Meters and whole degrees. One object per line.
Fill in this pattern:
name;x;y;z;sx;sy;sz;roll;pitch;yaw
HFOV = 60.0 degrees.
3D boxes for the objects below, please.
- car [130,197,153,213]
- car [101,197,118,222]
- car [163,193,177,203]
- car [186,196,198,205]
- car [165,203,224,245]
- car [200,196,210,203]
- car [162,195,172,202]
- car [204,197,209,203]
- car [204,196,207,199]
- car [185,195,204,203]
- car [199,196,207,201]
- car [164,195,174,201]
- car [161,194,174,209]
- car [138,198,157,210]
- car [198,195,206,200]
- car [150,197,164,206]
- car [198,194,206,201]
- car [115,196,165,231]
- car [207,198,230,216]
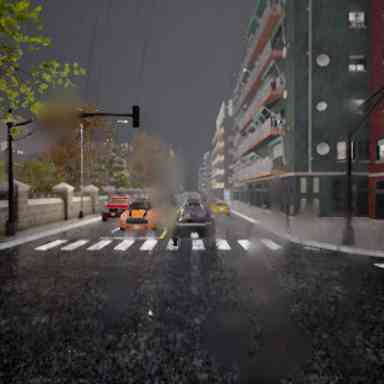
car;-5.685;1.432;37.574;1.967;1.590;4.097;0;0;0
car;-5.688;1.306;26.503;2.192;1.841;5.009;0;0;0
car;-3.078;1.212;42.274;2.150;2.045;5.566;0;0;-1
car;0.016;1.544;62.224;2.033;1.411;5.357;0;0;0
car;0.102;1.484;15.436;2.128;1.511;4.902;0;0;0
car;2.703;1.544;70.784;1.887;1.381;4.507;0;0;0
car;-5.676;1.528;76.150;1.752;1.417;4.829;0;0;0
car;2.696;1.536;37.572;1.887;1.381;4.507;0;0;0
car;2.697;1.543;43.108;2.008;1.369;4.403;0;0;0
car;0.107;1.483;42.327;2.128;1.511;4.902;0;0;0
car;2.706;1.572;81.854;1.947;1.339;4.313;0;0;0
car;-5.675;1.557;81.856;2.008;1.369;4.403;0;0;0
car;-3.084;1.343;30.659;2.097;1.767;4.553;0;0;0
car;-5.683;1.537;43.109;1.887;1.381;4.507;0;0;0
car;2.708;1.579;92.924;1.947;1.339;4.313;0;0;0
car;-5.681;1.576;54.179;1.802;1.307;4.206;0;0;0
car;2.706;1.450;87.389;1.967;1.590;4.097;0;0;0
car;-3.059;1.344;20.571;2.097;1.767;4.553;0;0;-1
car;2.695;1.516;32.207;1.752;1.417;4.829;0;0;0
